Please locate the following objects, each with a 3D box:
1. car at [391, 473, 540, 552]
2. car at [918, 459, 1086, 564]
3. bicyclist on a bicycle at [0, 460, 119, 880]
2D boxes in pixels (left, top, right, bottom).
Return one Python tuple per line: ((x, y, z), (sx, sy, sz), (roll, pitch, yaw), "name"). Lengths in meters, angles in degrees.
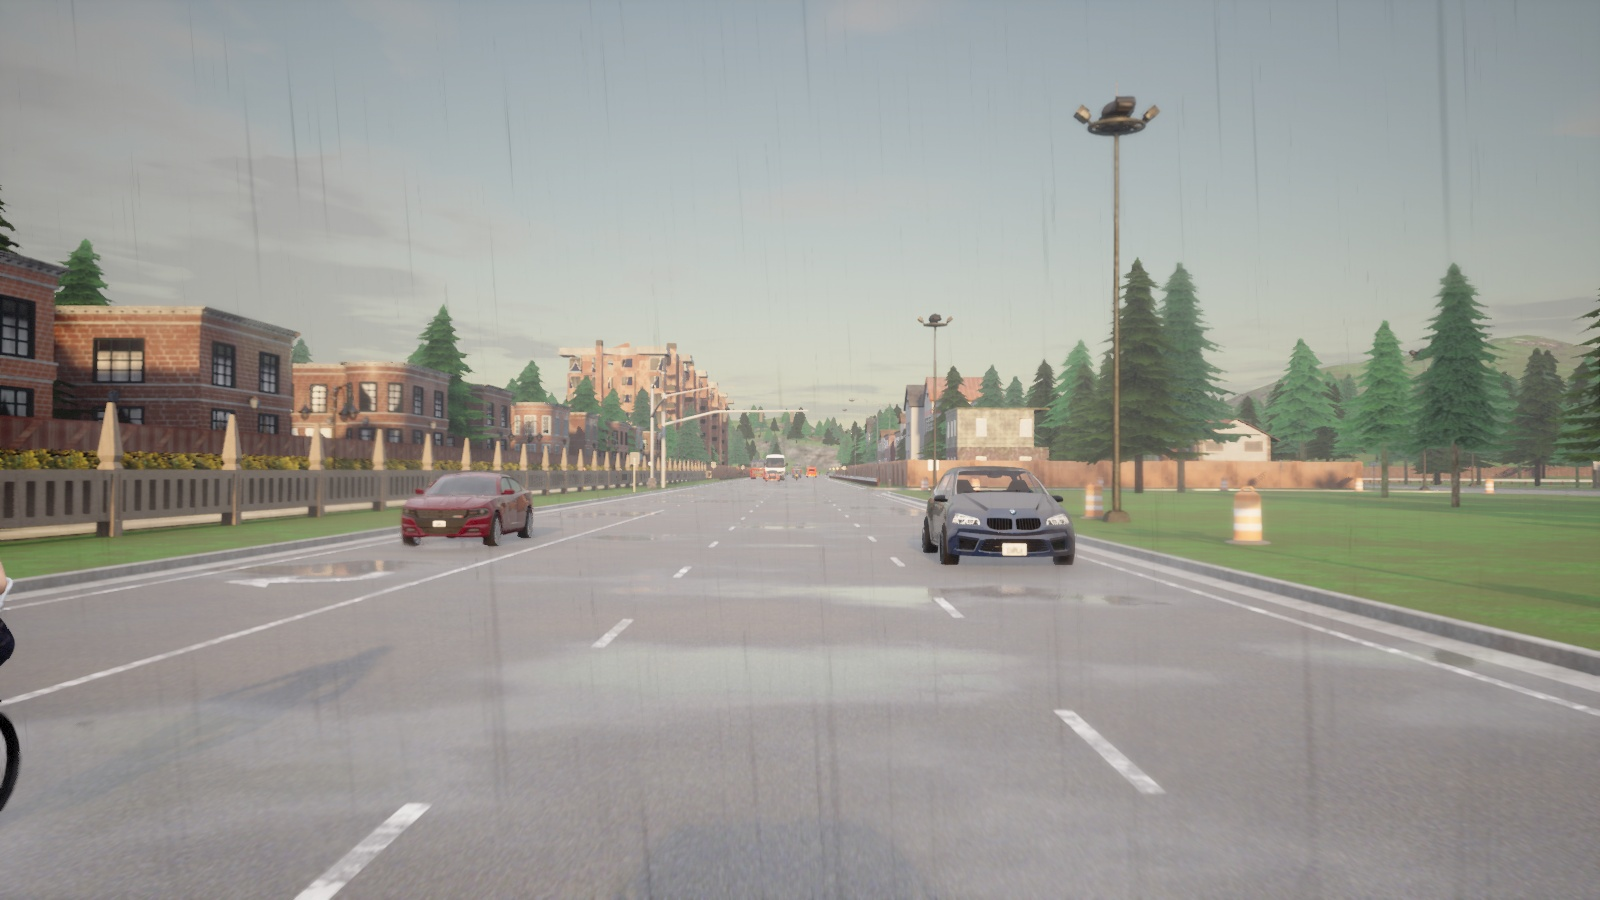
((-7.066, 1.274, 27.084), (1.882, 1.535, 5.008), (0, -1, 0), "car")
((3.445, 1.020, 22.387), (2.242, 1.667, 4.611), (0, -1, 0), "car")
((-3.507, 0.847, 4.902), (0.866, 1.612, 1.509), (0, -1, 0), "bicyclist on a bicycle")
